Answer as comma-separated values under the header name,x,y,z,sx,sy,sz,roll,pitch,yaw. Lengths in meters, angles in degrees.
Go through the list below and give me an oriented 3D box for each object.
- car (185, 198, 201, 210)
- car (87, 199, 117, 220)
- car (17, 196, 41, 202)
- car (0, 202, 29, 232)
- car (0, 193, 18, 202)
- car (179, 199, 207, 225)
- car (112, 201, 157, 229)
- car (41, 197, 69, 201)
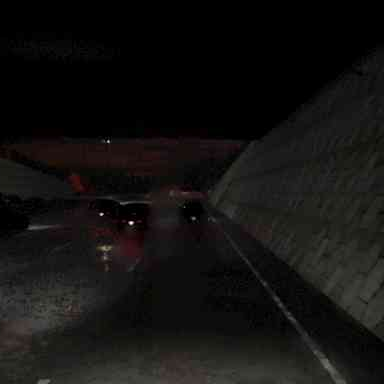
name,x,y,z,sx,sy,sz,roll,pitch,yaw
car,0.099,1.496,41.669,1.895,1.301,4.718,0,0,0
car,-6.893,1.435,27.753,1.837,1.490,4.892,0,0,0
car,-24.524,1.397,51.416,1.812,1.442,4.674,0,0,0
car,-10.405,1.482,17.430,1.812,1.442,4.674,0,0,0
car,-28.028,1.224,50.962,2.097,1.767,4.553,0,0,0
car,0.096,1.467,23.172,1.812,1.442,4.674,0,0,0
car,-3.391,1.452,20.975,1.837,1.490,4.892,0,0,0
car,-21.018,1.417,52.211,2.033,1.411,5.357,0,0,0
